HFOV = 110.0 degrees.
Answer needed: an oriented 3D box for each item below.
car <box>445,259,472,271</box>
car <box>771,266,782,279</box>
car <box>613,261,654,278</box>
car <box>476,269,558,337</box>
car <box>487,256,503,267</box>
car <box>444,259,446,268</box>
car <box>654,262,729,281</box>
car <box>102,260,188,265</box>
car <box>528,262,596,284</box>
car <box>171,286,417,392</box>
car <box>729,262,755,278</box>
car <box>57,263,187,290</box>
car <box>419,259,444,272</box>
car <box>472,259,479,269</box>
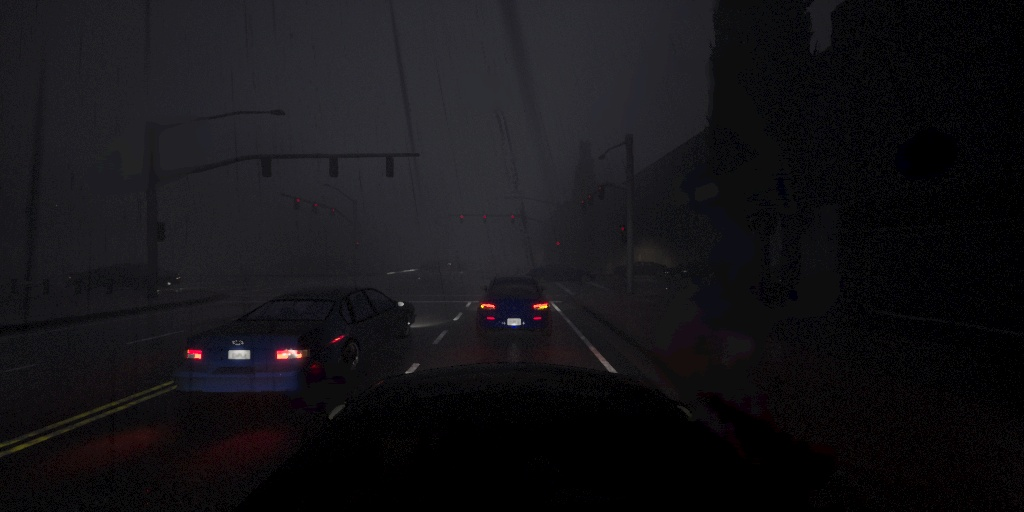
[{"bbox_3d":[-7.270,1.241,49.284,2.128,1.511,4.902,0,0,1],"label":"car"},{"bbox_3d":[24.033,1.102,29.816,4.553,1.767,2.097,0,0,0],"label":"car"},{"bbox_3d":[11.895,1.241,33.342,4.902,1.511,2.128,0,0,0],"label":"car"},{"bbox_3d":[0.058,1.276,10.161,1.812,1.442,4.674,0,0,0],"label":"car"},{"bbox_3d":[-3.229,0.971,64.939,2.150,2.045,5.566,0,0,1],"label":"car"},{"bbox_3d":[-10.617,1.255,56.572,1.837,1.490,4.892,0,0,1],"label":"car"},{"bbox_3d":[14.827,1.255,29.836,4.892,1.490,1.837,0,0,0],"label":"car"},{"bbox_3d":[-26.304,1.255,25.289,4.892,1.490,1.837,0,0,0],"label":"car"},{"bbox_3d":[3.555,1.227,26.085,5.008,1.535,1.882,0,0,-1],"label":"car"},{"bbox_3d":[-3.449,1.297,7.060,2.033,1.411,5.357,0,0,0],"label":"car"},{"bbox_3d":[21.633,1.297,33.322,5.357,1.411,2.033,0,0,0],"label":"car"},{"bbox_3d":[-23.517,1.297,21.803,5.357,1.411,2.033,0,0,0],"label":"car"},{"bbox_3d":[-10.803,1.228,47.233,1.882,1.535,5.008,0,0,1],"label":"car"},{"bbox_3d":[-7.061,1.228,58.826,1.882,1.535,5.008,0,0,2],"label":"car"}]
